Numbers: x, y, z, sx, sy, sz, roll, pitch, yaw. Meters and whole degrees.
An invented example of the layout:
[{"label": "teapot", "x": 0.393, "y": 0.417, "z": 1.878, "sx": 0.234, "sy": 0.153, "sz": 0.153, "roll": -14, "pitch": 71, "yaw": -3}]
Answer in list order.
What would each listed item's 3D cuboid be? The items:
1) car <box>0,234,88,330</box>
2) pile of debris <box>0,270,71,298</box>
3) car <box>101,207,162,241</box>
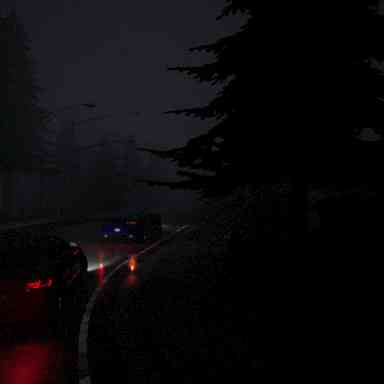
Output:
[{"label": "car", "x": -3.470, "y": 1.568, "z": 6.968, "sx": 1.994, "sy": 1.385, "sz": 4.181, "roll": 0, "pitch": 0, "yaw": -11}, {"label": "pile of debris", "x": -3.956, "y": 2.185, "z": 8.018, "sx": 1.500, "sy": 0.140, "sz": 1.860, "roll": 0, "pitch": 0, "yaw": -4}, {"label": "car", "x": -2.879, "y": 1.496, "z": 16.856, "sx": 1.882, "sy": 1.535, "sz": 5.008, "roll": 0, "pitch": 0, "yaw": 8}]
